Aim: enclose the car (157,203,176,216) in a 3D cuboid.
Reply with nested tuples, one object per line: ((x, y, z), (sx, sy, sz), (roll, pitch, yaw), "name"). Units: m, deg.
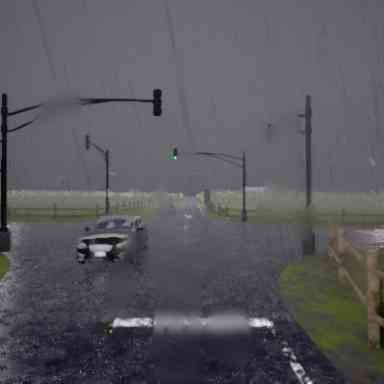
((-2.780, 1.940, 37.676), (2.033, 1.411, 5.357), (0, 0, 0), "car")

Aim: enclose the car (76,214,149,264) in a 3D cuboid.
((-2.752, 1.619, 12.398), (2.128, 1.511, 4.902), (0, -1, 0), "car")
